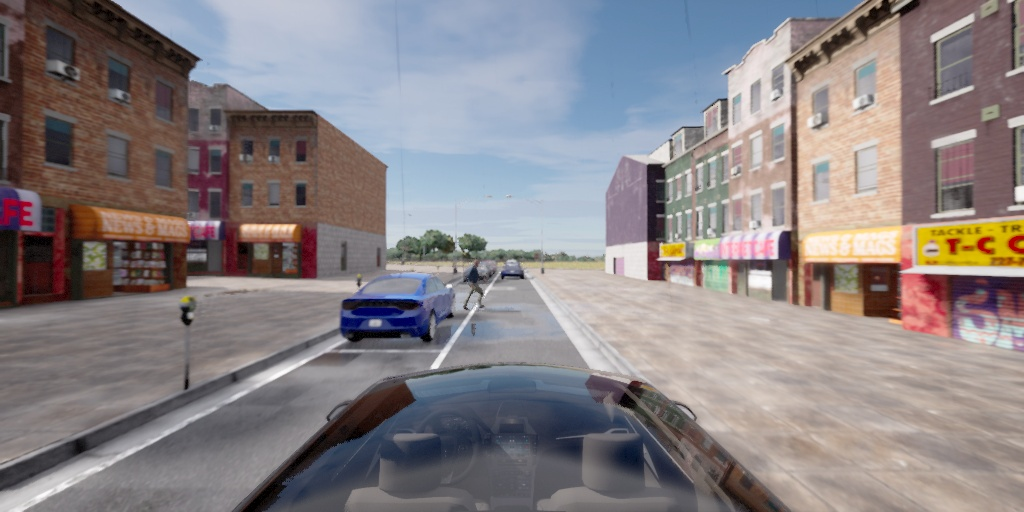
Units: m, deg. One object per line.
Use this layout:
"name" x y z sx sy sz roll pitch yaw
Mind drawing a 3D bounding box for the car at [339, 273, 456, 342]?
"car" -2.753 1.190 9.699 1.882 1.535 5.008 0 0 0

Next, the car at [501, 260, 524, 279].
"car" 0.043 1.229 31.279 1.994 1.385 4.181 0 0 0

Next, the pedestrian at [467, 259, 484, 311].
"pedestrian" -1.286 0.994 12.714 0.375 1.860 0.375 -1 -1 0

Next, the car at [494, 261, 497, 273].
"car" -2.652 1.229 32.591 1.948 1.339 4.313 0 0 0

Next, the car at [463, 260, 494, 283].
"car" -2.649 1.219 27.050 2.007 1.370 4.403 0 0 0
